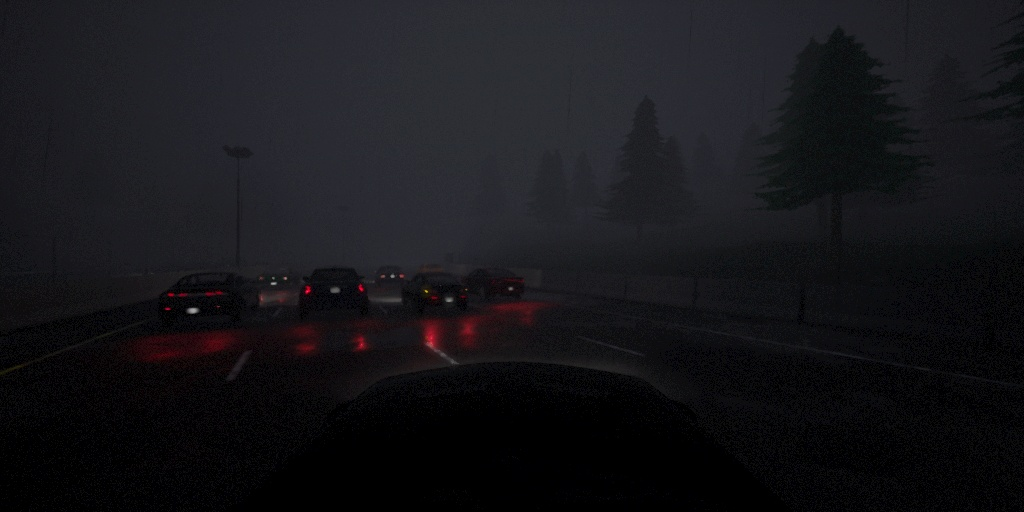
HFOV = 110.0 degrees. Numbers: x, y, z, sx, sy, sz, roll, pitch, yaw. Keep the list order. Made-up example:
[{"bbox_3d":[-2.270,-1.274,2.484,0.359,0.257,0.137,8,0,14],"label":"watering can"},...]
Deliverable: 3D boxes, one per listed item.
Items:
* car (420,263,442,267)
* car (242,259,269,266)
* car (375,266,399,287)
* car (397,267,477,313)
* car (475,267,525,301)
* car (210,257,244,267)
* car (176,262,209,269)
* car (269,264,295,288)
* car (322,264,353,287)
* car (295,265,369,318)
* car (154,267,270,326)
[{"bbox_3d":[-6.970,1.351,30.652,1.882,1.535,5.008,0,0,-22],"label":"car"},{"bbox_3d":[-36.057,1.514,51.326,1.812,1.442,4.674,0,0,-14],"label":"car"},{"bbox_3d":[-8.898,1.405,26.129,2.033,1.411,5.357,0,0,-23],"label":"car"},{"bbox_3d":[-3.165,1.330,14.310,1.812,1.442,4.674,0,0,-27],"label":"car"},{"bbox_3d":[-1.150,1.294,18.096,1.882,1.535,5.008,0,0,-27],"label":"car"},{"bbox_3d":[-39.434,1.210,50.461,2.150,2.045,5.566,0,0,-14],"label":"car"},{"bbox_3d":[-42.701,1.534,49.112,2.033,1.411,5.357,0,0,-14],"label":"car"},{"bbox_3d":[-15.846,1.460,24.625,1.895,1.301,4.718,0,0,-23],"label":"car"},{"bbox_3d":[-13.143,1.392,27.252,1.812,1.442,4.674,0,0,-22],"label":"car"},{"bbox_3d":[-6.730,1.156,13.617,2.097,1.767,4.553,0,0,-27],"label":"car"},{"bbox_3d":[-9.835,1.294,11.996,2.128,1.511,4.902,0,0,-27],"label":"car"}]
